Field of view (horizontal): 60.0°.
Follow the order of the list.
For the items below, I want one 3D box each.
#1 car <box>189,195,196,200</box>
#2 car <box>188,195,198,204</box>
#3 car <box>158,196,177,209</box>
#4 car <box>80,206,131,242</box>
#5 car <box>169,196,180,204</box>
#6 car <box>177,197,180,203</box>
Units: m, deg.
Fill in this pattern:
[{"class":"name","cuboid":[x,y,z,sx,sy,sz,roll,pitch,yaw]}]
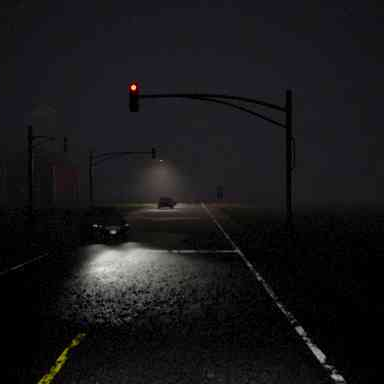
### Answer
[{"class":"car","cuboid":[0.147,1.440,86.669,1.994,1.385,4.181,0,0,0]},{"class":"car","cuboid":[0.209,1.414,64.036,1.882,1.535,5.008,0,0,0]},{"class":"car","cuboid":[-3.513,1.443,45.201,1.882,1.535,5.008,0,0,0]},{"class":"car","cuboid":[-4.459,1.487,16.725,2.128,1.511,4.902,1,0,-25]},{"class":"car","cuboid":[-3.433,1.536,64.992,1.895,1.301,4.718,0,0,1]},{"class":"car","cuboid":[-3.487,1.477,55.064,1.812,1.442,4.674,0,0,1]}]
